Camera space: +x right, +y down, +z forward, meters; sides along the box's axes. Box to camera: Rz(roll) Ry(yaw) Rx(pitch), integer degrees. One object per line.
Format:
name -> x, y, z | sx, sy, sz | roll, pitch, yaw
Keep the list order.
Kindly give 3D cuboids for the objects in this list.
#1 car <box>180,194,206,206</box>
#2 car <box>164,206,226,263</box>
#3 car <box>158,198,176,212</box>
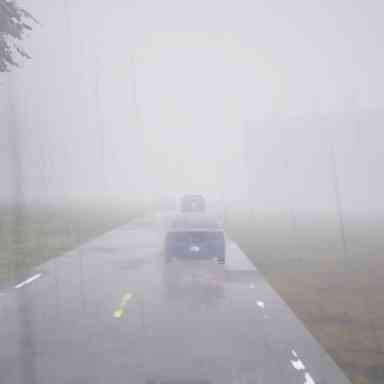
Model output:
car -> 0.104, 1.188, 30.027 | 2.150, 2.045, 5.566 | 0, 0, 0
car -> 0.090, 1.471, 11.934 | 1.882, 1.535, 5.008 | 0, 0, 0
car -> -2.832, 1.420, 38.537 | 1.882, 1.535, 5.008 | 0, 0, 0
